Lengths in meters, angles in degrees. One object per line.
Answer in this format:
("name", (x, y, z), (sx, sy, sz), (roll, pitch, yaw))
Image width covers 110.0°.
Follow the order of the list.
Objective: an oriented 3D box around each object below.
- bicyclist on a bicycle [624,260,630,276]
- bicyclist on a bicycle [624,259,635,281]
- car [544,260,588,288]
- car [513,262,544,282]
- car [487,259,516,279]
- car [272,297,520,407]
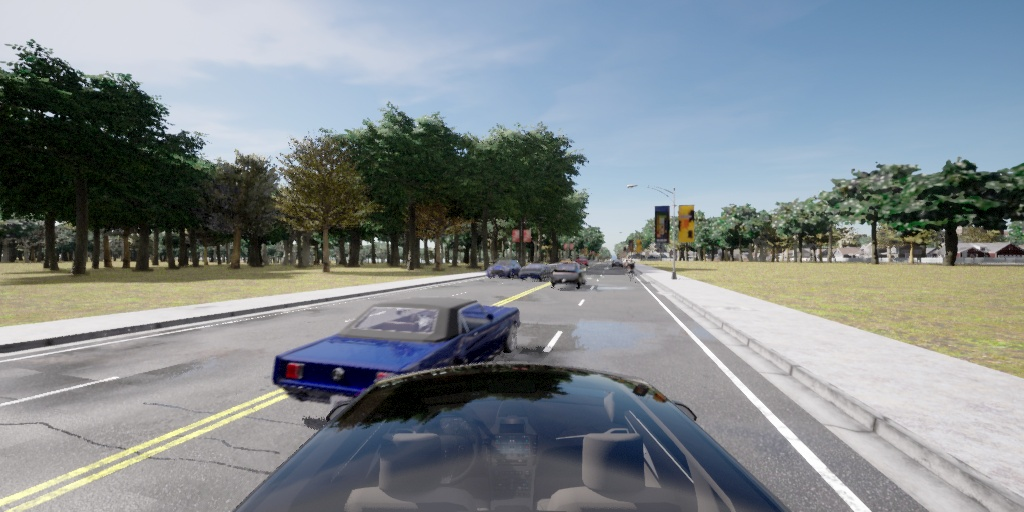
("bicyclist on a bicycle", (11.685, 1.213, 36.452), (0.582, 1.620, 1.656), (0, 0, 16))
("bicyclist on a bicycle", (9.128, 1.127, 27.587), (0.659, 1.776, 1.843), (0, 0, 16))
("car", (3.766, 1.246, 23.582), (2.128, 1.511, 4.902), (0, 0, 16))
("car", (2.020, 1.304, 29.977), (2.033, 1.411, 5.357), (0, 0, 16))
("car", (-0.660, 1.109, 32.419), (2.097, 1.767, 4.553), (0, 0, 16))
("car", (-1.270, 1.351, 6.126), (1.895, 1.301, 4.718), (0, 0, 16))
